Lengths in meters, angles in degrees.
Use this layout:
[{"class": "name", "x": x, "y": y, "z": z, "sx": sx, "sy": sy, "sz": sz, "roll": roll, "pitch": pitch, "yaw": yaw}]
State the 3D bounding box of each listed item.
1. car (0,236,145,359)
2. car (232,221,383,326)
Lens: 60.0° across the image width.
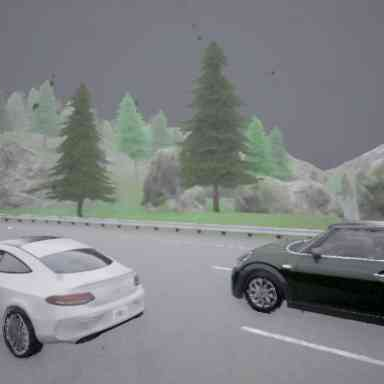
[{"class": "car", "x": -2.925, "y": 1.525, "z": 5.907, "sx": 4.674, "sy": 1.442, "sz": 1.812, "roll": 0, "pitch": 0, "yaw": 33}, {"class": "car", "x": 2.999, "y": 1.313, "z": 6.081, "sx": 4.553, "sy": 1.767, "sz": 2.097, "roll": 0, "pitch": 0, "yaw": 35}]
